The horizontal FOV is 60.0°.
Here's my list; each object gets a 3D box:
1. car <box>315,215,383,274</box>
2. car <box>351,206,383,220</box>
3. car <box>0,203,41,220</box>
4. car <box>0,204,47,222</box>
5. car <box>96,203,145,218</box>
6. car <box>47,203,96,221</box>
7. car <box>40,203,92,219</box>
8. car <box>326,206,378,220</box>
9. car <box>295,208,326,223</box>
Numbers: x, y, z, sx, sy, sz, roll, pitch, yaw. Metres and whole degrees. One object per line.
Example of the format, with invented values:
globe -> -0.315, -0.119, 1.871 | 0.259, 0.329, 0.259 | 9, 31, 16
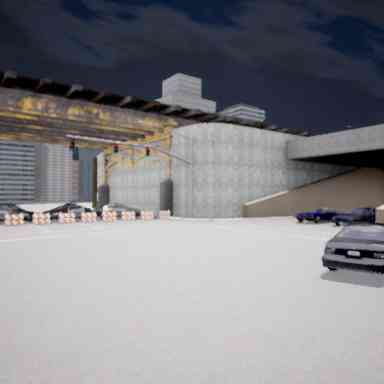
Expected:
car -> 5.745, 1.694, 10.719 | 2.033, 1.411, 5.357 | 0, -1, 37
car -> 18.678, 2.152, 34.453 | 4.718, 1.301, 1.895 | 1, -1, -35
car -> -15.175, 1.591, 27.527 | 4.536, 1.218, 1.853 | 0, -1, 10
car -> -15.124, 1.749, 27.517 | 4.974, 1.542, 2.038 | 0, -1, 10
car -> -7.354, 1.717, 33.755 | 4.536, 1.218, 1.853 | 0, -1, -5
car -> -11.310, 1.804, 30.103 | 2.038, 1.542, 4.974 | 0, -1, 20
car -> -11.293, 1.647, 30.154 | 1.853, 1.218, 4.536 | 0, -1, 20
car -> 13.252, 1.955, 26.307 | 5.357, 1.411, 2.033 | 1, -1, -35
car -> 11.207, 2.041, 29.146 | 4.718, 1.301, 1.895 | 1, -1, -35
